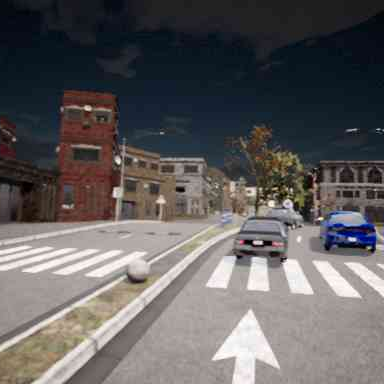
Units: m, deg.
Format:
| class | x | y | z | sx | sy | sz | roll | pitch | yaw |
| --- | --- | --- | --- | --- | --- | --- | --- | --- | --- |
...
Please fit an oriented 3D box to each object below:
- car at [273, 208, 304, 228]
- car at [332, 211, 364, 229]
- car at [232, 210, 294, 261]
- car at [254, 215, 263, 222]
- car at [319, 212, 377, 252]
| class | x | y | z | sx | sy | sz | roll | pitch | yaw |
| --- | --- | --- | --- | --- | --- | --- | --- | --- | --- |
| car | 6.249 | 1.777 | 22.647 | 1.994 | 1.385 | 4.181 | -1 | -3 | 29 |
| car | 13.161 | 2.398 | 27.934 | 1.895 | 1.301 | 4.718 | -2 | -7 | 31 |
| car | 2.830 | 1.676 | 13.028 | 2.033 | 1.411 | 5.357 | 0 | 0 | 17 |
| car | 15.710 | 6.237 | 78.950 | 1.812 | 1.442 | 4.674 | 1 | 0 | 8 |
| car | 6.834 | 1.614 | 14.906 | 1.882 | 1.535 | 5.008 | 0 | 1 | 18 |
